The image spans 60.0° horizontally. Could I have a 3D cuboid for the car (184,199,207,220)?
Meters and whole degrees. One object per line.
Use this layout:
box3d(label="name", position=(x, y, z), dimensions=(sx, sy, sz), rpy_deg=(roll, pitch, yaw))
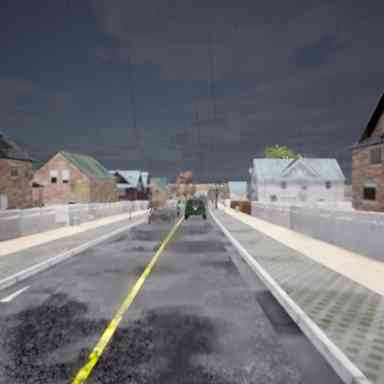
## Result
box3d(label="car", position=(0.372, 1.703, 33.860), dimensions=(2.150, 2.045, 5.566), rpy_deg=(0, -1, 1))

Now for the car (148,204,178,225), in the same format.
box3d(label="car", position=(-2.503, 1.895, 27.794), dimensions=(1.895, 1.301, 4.718), rpy_deg=(0, -1, 1))

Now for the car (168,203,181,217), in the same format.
box3d(label="car", position=(-2.284, 2.038, 38.068), dimensions=(2.128, 1.511, 4.902), rpy_deg=(0, -1, 1))
